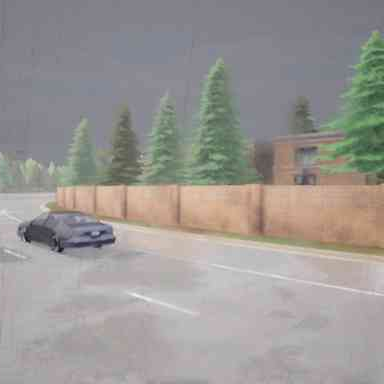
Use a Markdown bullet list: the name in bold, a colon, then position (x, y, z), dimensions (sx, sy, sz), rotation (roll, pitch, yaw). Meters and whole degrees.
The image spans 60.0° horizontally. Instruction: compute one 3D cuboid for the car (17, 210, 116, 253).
- **car**: position (-5.131, 1.445, 13.211), dimensions (5.357, 1.411, 2.033), rotation (1, 0, 44)
